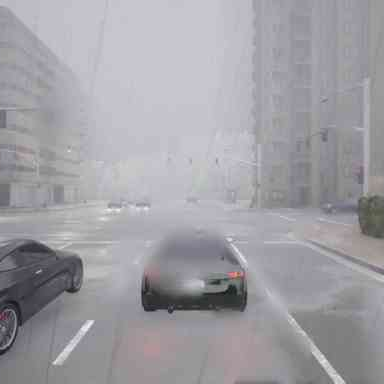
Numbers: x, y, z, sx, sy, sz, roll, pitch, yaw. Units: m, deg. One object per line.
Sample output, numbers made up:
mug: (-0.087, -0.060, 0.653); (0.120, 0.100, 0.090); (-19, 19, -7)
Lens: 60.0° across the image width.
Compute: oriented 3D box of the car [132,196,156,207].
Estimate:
car: (-7.177, 1.548, 50.425); (2.033, 1.411, 5.357); (0, 0, 0)

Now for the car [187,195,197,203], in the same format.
car: (-0.049, 1.352, 69.755); (2.097, 1.767, 4.553); (0, 0, 0)

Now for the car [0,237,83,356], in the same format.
car: (-3.460, 1.526, 5.912); (1.812, 1.442, 4.674); (0, 0, 0)

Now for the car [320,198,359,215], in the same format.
car: (15.512, 1.352, 33.754); (4.553, 1.767, 2.097); (0, 0, 1)

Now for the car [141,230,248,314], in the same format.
car: (0.049, 1.564, 7.714); (1.994, 1.385, 4.181); (0, 0, 0)

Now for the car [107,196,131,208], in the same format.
car: (-10.683, 1.548, 47.892); (2.033, 1.411, 5.357); (0, 0, 0)

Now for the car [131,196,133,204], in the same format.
car: (-10.691, 1.505, 57.867); (1.837, 1.490, 4.892); (0, 0, 0)

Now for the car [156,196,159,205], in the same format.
car: (-7.183, 1.505, 60.727); (1.837, 1.490, 4.892); (0, 0, 0)
